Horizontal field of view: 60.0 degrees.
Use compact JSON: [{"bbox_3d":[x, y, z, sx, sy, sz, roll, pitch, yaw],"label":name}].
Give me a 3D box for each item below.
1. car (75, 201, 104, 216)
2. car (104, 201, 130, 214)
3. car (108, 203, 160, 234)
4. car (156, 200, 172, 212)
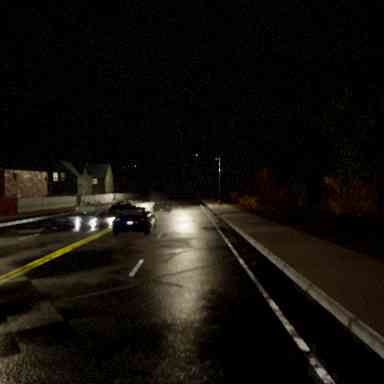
[{"bbox_3d":[-9.846,1.596,32.806,1.895,1.301,4.718,0,0,0],"label":"car"},{"bbox_3d":[-6.609,1.560,31.590,1.994,1.385,4.181,0,0,0],"label":"car"},{"bbox_3d":[-3.192,1.563,19.075,1.994,1.385,4.181,0,0,0],"label":"car"},{"bbox_3d":[-3.234,1.591,37.387,1.895,1.301,4.718,0,0,0],"label":"car"}]
